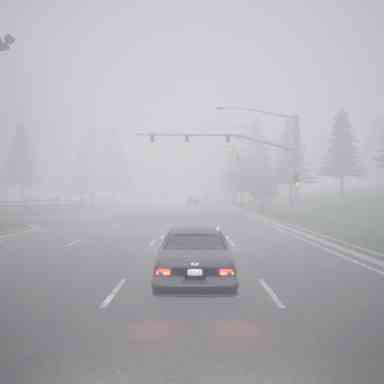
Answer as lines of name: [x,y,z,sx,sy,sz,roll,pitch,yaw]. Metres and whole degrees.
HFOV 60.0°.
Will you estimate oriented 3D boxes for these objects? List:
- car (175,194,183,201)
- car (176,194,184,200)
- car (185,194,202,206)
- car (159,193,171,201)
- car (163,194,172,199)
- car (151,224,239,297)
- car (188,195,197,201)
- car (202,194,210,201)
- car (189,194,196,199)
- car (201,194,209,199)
car: [-3.413,1.499,83.829,1.812,1.442,4.674,0,0,0]
car: [-3.402,1.337,93.832,2.128,1.511,4.902,0,0,0]
car: [0.053,1.340,52.765,2.097,1.767,4.553,0,0,0]
car: [-6.913,1.199,83.446,2.150,2.045,5.566,0,0,0]
car: [-6.902,1.365,93.836,1.994,1.385,4.181,0,0,0]
car: [0.075,1.546,8.726,2.033,1.411,5.357,0,0,0]
car: [0.087,1.514,83.408,2.033,1.411,5.357,0,0,0]
car: [3.587,1.474,83.405,1.837,1.490,4.892,0,0,0]
car: [0.098,1.290,93.828,1.882,1.535,5.008,0,0,0]
car: [3.598,1.290,93.825,1.882,1.535,5.008,0,0,0]
